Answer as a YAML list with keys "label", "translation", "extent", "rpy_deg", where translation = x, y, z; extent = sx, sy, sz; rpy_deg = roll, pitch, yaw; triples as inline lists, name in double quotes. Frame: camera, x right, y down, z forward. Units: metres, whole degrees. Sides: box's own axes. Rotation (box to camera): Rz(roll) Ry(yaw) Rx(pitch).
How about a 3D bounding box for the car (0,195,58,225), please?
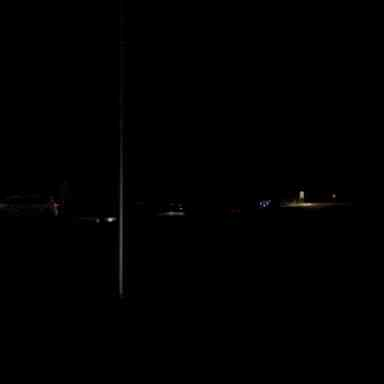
- label: "car"
  translation: [-12.889, 1.270, 24.924]
  extent: [2.150, 2.045, 5.566]
  rpy_deg: [0, -1, 34]

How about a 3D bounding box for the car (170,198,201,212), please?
- label: "car"
  translation: [-0.820, 1.597, 42.252]
  extent: [2.097, 1.767, 4.553]
  rpy_deg: [0, -1, 35]

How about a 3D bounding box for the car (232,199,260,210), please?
- label: "car"
  translation: [7.728, 1.816, 49.465]
  extent: [2.128, 1.511, 4.902]
  rpy_deg: [0, -1, 35]

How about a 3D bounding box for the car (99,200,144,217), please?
- label: "car"
  translation: [-6.978, 1.623, 33.408]
  extent: [1.882, 1.535, 5.008]
  rpy_deg: [0, -1, 35]

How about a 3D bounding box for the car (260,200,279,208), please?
- label: "car"
  translation: [13.427, 2.014, 57.727]
  extent: [1.895, 1.301, 4.718]
  rpy_deg: [0, -1, 35]
